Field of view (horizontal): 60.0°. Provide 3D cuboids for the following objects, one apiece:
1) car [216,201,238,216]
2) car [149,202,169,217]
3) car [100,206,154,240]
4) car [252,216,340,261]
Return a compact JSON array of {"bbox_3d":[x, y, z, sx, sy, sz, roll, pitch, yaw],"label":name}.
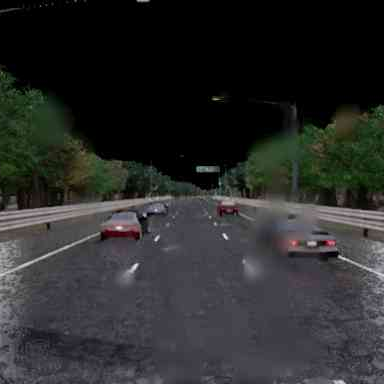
[{"bbox_3d":[3.592,1.642,34.431,1.882,1.535,5.008,0,0,0],"label":"car"},{"bbox_3d":[-3.408,1.724,33.506,1.994,1.385,4.181,0,0,0],"label":"car"},{"bbox_3d":[-3.403,1.648,17.516,1.994,1.385,4.181,0,0,0],"label":"car"},{"bbox_3d":[3.597,1.608,12.491,2.033,1.411,5.357,0,0,0],"label":"car"}]
